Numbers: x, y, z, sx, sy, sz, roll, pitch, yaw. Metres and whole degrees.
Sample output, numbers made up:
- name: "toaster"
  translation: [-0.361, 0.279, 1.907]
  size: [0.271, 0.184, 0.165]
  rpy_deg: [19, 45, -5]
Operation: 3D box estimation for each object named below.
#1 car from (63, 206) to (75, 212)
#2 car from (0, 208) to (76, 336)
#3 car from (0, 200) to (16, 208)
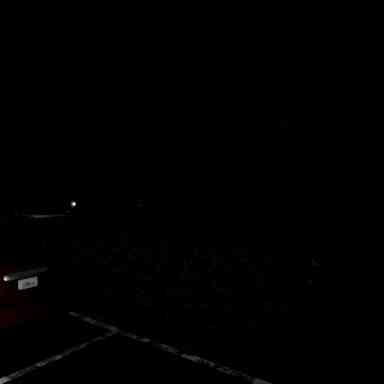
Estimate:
- name: "car"
  translation: [-12.163, 1.832, 37.951]
  size: [1.895, 1.301, 4.718]
  rpy_deg: [-1, -1, 36]
- name: "car"
  translation: [-4.142, 1.315, 5.907]
  size: [5.009, 1.841, 2.192]
  rpy_deg: [0, -1, 36]
- name: "car"
  translation: [-18.239, 1.497, 29.766]
  size: [2.097, 1.767, 4.553]
  rpy_deg: [-1, -1, 37]
